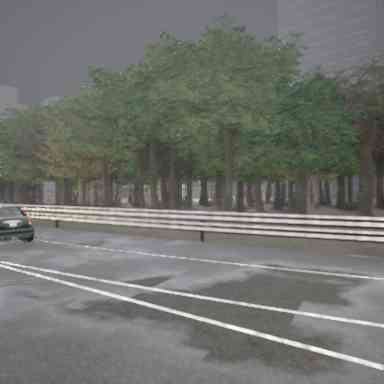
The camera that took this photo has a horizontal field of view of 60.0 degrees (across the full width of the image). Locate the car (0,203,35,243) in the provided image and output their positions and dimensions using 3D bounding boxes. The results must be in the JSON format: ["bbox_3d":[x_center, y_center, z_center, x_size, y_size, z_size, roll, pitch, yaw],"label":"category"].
[{"bbox_3d":[-9.064,1.356,14.772,4.553,1.767,2.097,0,0,34],"label":"car"}]
